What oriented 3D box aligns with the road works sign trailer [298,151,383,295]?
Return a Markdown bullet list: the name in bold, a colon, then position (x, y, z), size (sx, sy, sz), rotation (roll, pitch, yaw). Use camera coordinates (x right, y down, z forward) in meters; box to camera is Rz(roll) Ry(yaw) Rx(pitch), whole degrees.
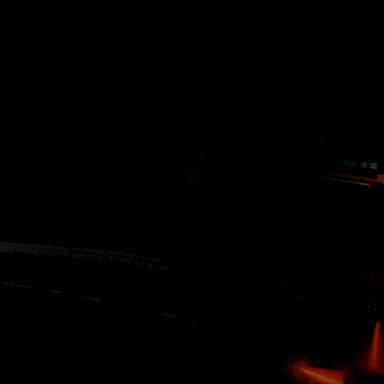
- **road works sign trailer**: position (3.002, 0.745, 4.742), size (2.880, 2.380, 3.560), rotation (-17, 18, -28)
